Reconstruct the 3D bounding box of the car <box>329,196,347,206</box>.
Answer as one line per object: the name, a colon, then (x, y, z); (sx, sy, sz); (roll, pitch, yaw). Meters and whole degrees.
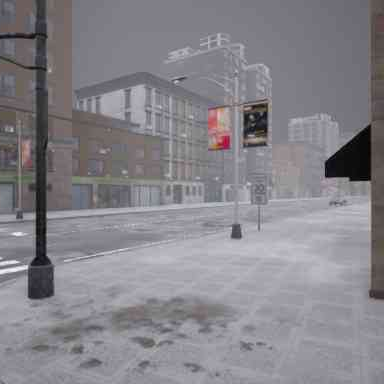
car: (22.651, 1.376, 51.518); (2.033, 1.411, 5.357); (0, 0, 34)
